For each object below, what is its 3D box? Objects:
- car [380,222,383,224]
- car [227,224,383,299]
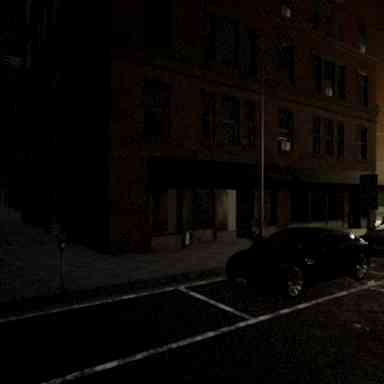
[{"bbox_3d":[7.357,1.659,11.742,4.206,1.307,1.802,0,0,-35],"label":"car"},{"bbox_3d":[2.870,1.609,8.559,4.313,1.339,1.947,0,0,-35],"label":"car"}]
